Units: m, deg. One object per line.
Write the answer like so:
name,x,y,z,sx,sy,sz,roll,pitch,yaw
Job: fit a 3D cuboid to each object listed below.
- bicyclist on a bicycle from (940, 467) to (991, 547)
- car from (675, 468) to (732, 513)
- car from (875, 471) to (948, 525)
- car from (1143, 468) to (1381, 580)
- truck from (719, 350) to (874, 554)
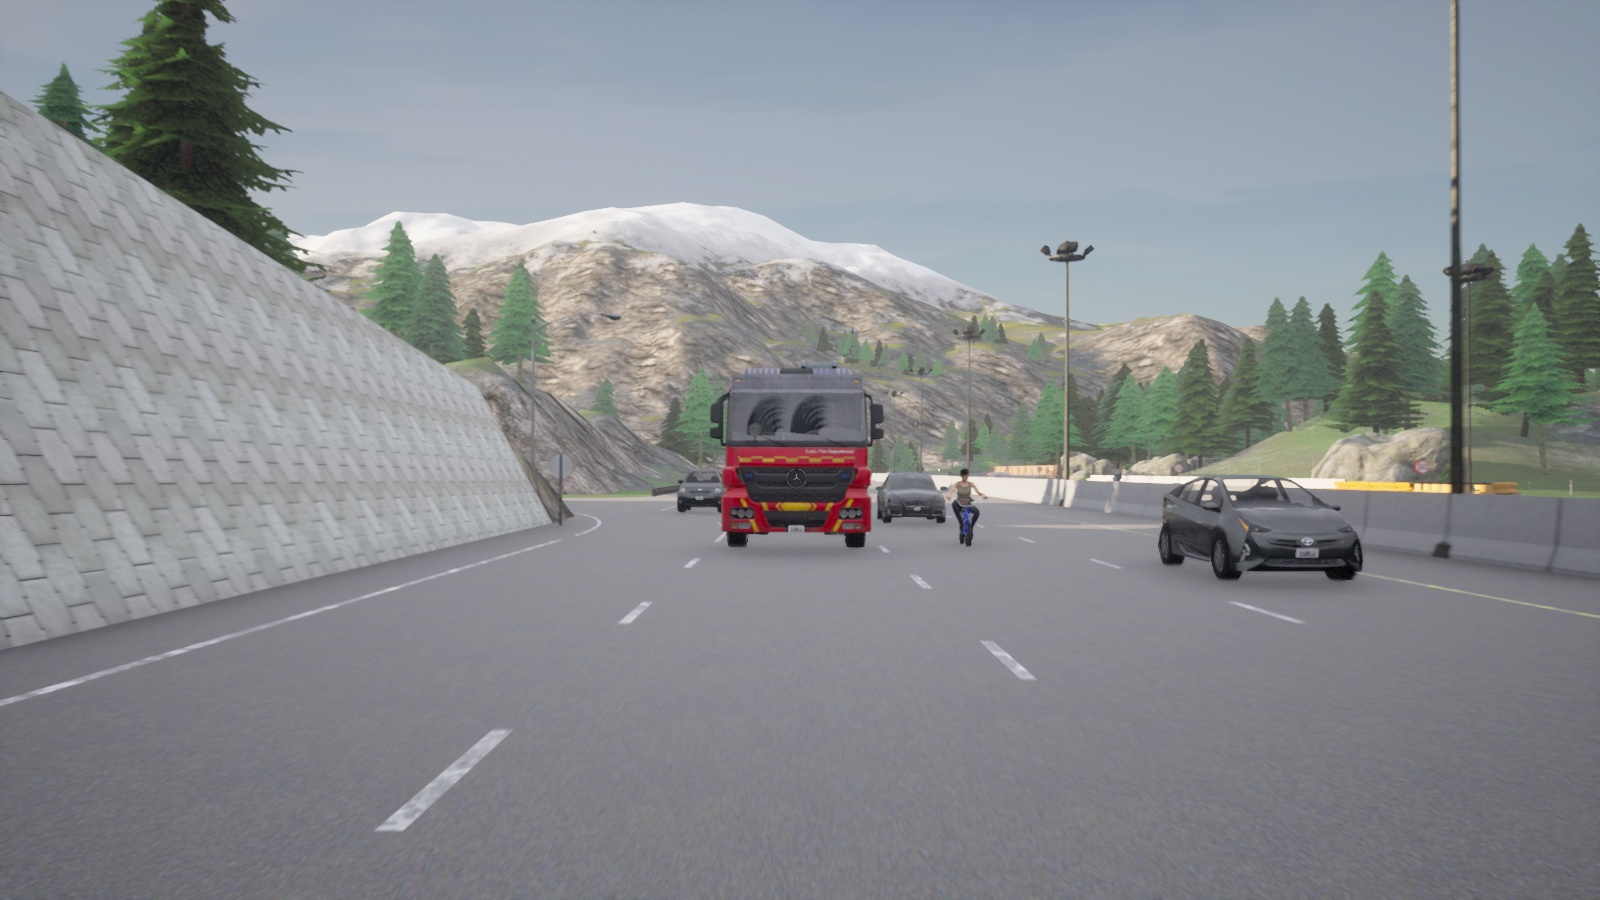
bicyclist on a bicycle,3.441,1.167,26.236,0.866,1.612,1.509,0,-1,0
car,-3.615,1.507,47.532,1.851,1.617,3.988,0,-1,0
car,3.406,1.444,39.098,1.837,1.490,4.892,0,0,0
car,6.953,1.053,19.486,2.007,1.525,4.514,0,-1,0
truck,-0.072,0.106,27.811,2.891,3.827,8.468,0,-1,0
